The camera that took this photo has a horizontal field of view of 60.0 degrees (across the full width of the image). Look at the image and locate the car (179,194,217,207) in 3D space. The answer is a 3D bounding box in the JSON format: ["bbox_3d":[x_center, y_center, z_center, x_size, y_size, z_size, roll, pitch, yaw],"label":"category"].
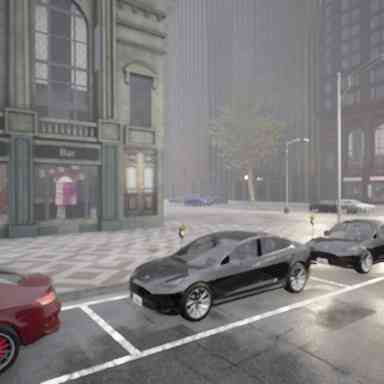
[{"bbox_3d":[0.858,1.303,52.034,2.150,2.045,5.566,0,0,-35],"label":"car"}]

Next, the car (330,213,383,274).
[{"bbox_3d":[5.387,1.547,10.490,4.313,1.339,1.947,0,0,-36],"label":"car"}]

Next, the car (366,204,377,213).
[{"bbox_3d":[16.927,1.520,35.162,1.812,1.442,4.674,0,0,-36],"label":"car"}]

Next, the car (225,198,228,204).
[{"bbox_3d":[4.747,1.515,63.531,1.882,1.535,5.008,0,0,-35],"label":"car"}]

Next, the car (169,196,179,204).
[{"bbox_3d":[-3.019,1.612,68.743,1.812,1.442,4.674,0,0,-36],"label":"car"}]

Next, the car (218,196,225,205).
[{"bbox_3d":[3.100,1.532,60.264,1.882,1.535,5.008,0,0,-35],"label":"car"}]

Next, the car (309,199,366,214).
[{"bbox_3d":[14.211,1.494,33.370,1.882,1.535,5.008,0,0,-36],"label":"car"}]

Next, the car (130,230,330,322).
[{"bbox_3d":[0.798,1.557,7.217,4.313,1.339,1.947,0,0,-36],"label":"car"}]

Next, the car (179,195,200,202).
[{"bbox_3d":[-0.621,1.393,70.974,1.882,1.535,5.008,0,0,-36],"label":"car"}]

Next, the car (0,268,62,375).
[{"bbox_3d":[-3.790,1.584,3.943,4.206,1.307,1.802,0,0,-36],"label":"car"}]
